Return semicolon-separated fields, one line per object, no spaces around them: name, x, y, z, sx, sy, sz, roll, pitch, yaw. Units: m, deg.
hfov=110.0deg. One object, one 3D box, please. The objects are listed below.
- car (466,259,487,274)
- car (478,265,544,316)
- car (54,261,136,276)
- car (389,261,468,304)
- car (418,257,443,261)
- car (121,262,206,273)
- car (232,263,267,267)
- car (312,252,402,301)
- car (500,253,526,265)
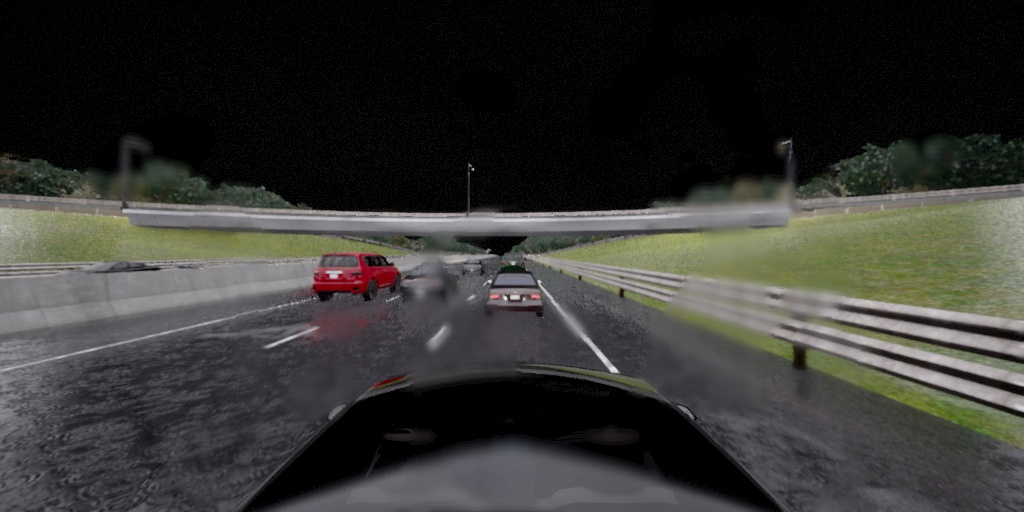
car;-3.407;0.989;33.017;2.128;1.511;4.902;0;0;0
car;0.092;1.209;12.821;2.033;1.411;5.357;0;1;0
car;-24.602;1.066;22.070;1.882;1.535;5.008;0;0;0
car;-3.406;1.131;15.764;2.128;1.511;4.902;0;0;0
car;-6.908;0.989;33.027;2.128;1.511;4.902;0;0;0
car;-21.102;1.183;22.689;1.895;1.301;4.718;0;0;0
car;-17.602;1.135;24.055;1.994;1.385;4.181;0;0;0
car;-6.905;0.854;16.582;2.150;2.045;5.566;0;0;0
car;0.093;0.725;32.203;2.150;2.045;5.566;0;0;0
